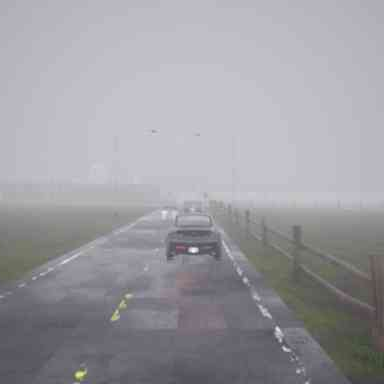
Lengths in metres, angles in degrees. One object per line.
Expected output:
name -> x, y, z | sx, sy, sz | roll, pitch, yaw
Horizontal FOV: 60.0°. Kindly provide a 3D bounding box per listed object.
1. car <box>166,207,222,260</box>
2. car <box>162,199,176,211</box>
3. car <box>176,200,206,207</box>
car -> 0.067, 1.530, 12.593 | 1.837, 1.490, 4.892 | 0, 0, 0
car -> -2.795, 1.637, 42.887 | 2.033, 1.411, 5.357 | 0, 0, 0
car -> 0.066, 1.408, 27.433 | 2.097, 1.767, 4.553 | 0, 0, 0
